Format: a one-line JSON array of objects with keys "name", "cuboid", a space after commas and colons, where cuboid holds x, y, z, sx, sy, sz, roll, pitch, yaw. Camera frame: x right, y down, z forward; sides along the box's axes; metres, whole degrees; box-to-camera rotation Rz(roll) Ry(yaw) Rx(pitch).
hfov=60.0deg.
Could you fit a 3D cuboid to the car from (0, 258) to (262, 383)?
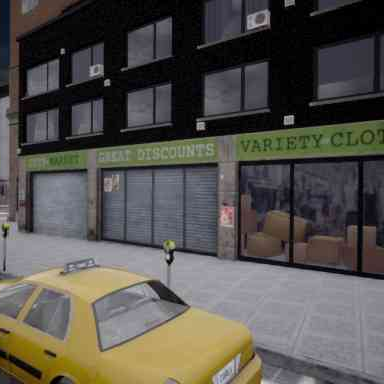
[{"name": "car", "cuboid": [-1.579, 1.524, 4.217, 4.829, 1.417, 1.752, 0, 1, 35]}]
